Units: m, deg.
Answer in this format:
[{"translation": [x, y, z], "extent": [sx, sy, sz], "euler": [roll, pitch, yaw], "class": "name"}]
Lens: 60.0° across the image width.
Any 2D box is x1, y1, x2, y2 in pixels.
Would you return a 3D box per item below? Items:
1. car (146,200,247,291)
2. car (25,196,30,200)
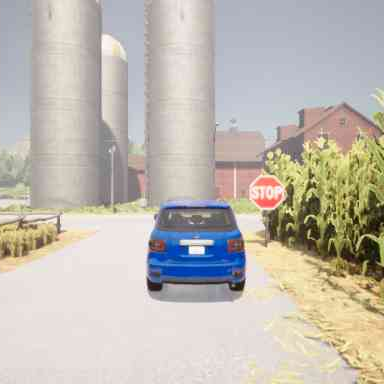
[{"translation": [0.082, 1.210, 9.095], "extent": [2.150, 2.045, 5.566], "euler": [0, 0, 0], "class": "car"}, {"translation": [-37.058, 1.156, 78.236], "extent": [3.866, 1.878, 1.905], "euler": [0, 0, 0], "class": "car"}]
